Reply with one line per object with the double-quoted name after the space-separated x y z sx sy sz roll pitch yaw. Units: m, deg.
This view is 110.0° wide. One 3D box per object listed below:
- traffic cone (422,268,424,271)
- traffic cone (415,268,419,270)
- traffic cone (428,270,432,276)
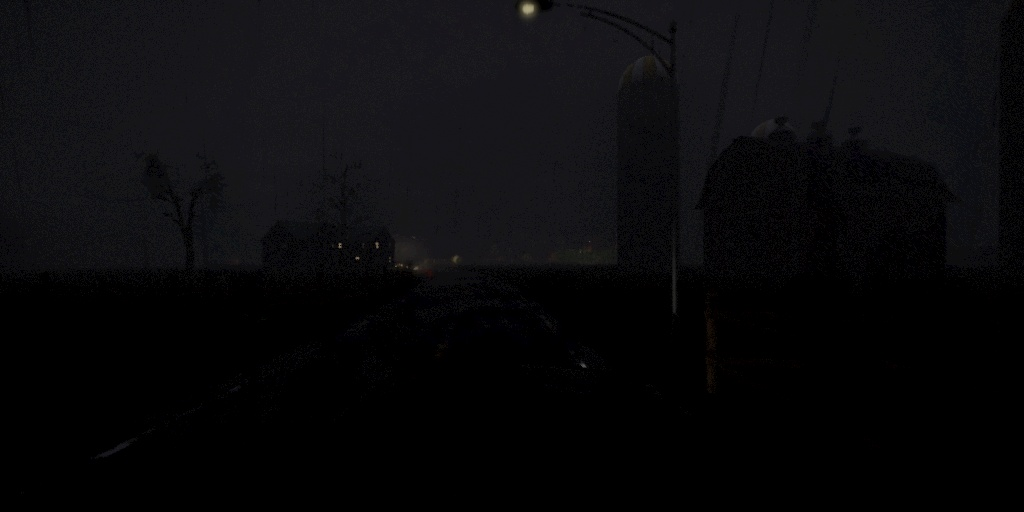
-10.930 1.789 45.807 0.340 0.580 0.340 0 0 -18 "traffic cone"
-14.268 1.819 55.055 0.340 0.580 0.340 0 0 -22 "traffic cone"
-8.220 1.762 36.356 0.340 0.580 0.340 0 0 -14 "traffic cone"
